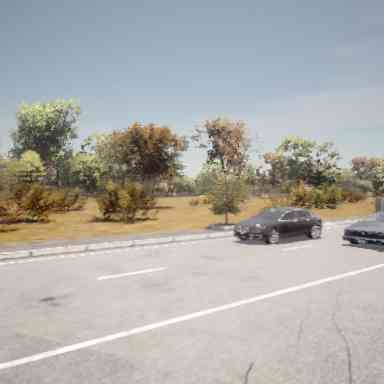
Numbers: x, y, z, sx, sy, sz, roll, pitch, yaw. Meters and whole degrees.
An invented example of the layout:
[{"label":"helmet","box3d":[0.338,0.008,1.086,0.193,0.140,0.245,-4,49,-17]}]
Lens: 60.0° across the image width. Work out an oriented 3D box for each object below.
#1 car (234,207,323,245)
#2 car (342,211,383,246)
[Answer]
[{"label":"car","box3d":[4.108,1.489,15.480,4.892,1.490,1.837,0,0,-35]},{"label":"car","box3d":[8.799,1.530,14.503,5.357,1.411,2.033,0,0,-35]}]
